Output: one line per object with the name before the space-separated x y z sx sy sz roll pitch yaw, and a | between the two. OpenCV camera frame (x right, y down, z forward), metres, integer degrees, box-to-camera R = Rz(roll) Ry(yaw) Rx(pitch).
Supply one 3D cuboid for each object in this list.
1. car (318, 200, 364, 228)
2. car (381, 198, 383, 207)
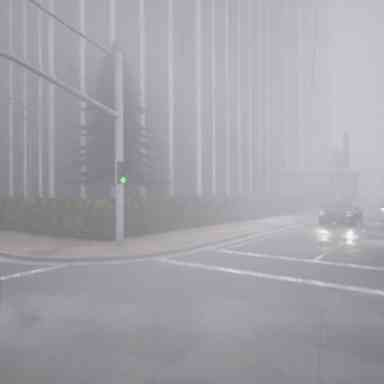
car | 10.062 1.336 22.343 2.097 1.767 4.553 0 0 36
car | 28.655 1.455 48.268 2.128 1.511 4.902 0 0 36
